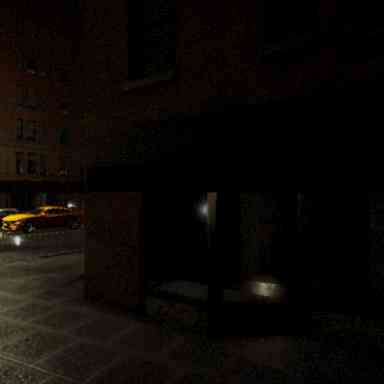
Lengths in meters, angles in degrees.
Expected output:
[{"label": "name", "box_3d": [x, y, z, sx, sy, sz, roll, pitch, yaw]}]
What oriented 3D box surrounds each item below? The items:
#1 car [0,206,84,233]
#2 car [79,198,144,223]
[{"label": "car", "box_3d": [-9.395, 1.685, 21.405, 1.882, 1.535, 5.008, 0, -1, 36]}, {"label": "car", "box_3d": [-7.131, 1.559, 30.128, 2.150, 2.045, 5.566, 0, -1, 36]}]
